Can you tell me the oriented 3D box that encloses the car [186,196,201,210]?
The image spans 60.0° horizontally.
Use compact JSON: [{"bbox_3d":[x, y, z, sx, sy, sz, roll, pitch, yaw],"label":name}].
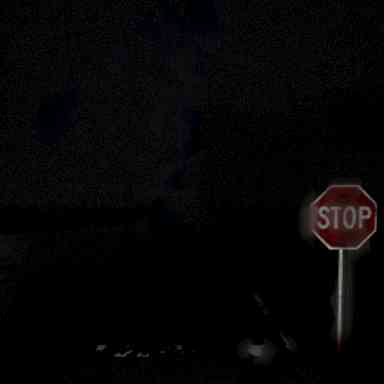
[{"bbox_3d":[0.183,1.628,44.150,2.033,1.411,5.357,0,0,0],"label":"car"}]
